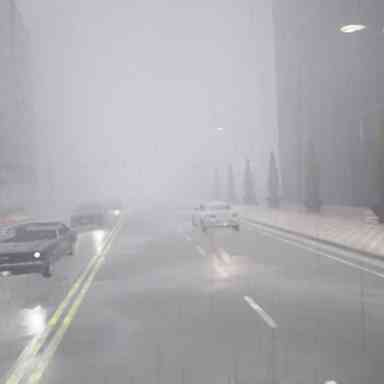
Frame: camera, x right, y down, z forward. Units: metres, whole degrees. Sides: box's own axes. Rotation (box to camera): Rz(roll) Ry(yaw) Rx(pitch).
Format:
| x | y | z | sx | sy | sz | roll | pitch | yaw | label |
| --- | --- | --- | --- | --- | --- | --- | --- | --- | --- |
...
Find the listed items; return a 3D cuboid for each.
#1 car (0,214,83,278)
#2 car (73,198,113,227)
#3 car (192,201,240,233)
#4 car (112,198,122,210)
| x | y | z | sx | sy | sz | roll | pitch | yaw | label |
| --- | --- | --- | --- | --- | --- | --- | --- | --- | --- |
| -4.898 | 1.663 | 10.330 | 1.895 | 1.301 | 4.718 | -3 | 1 | -9 | car |
| -6.729 | 1.433 | 22.280 | 1.882 | 1.535 | 5.008 | -3 | 1 | -8 | car |
| 1.162 | 1.219 | 17.524 | 1.812 | 1.442 | 4.674 | -3 | 1 | -9 | car |
| -9.108 | 1.374 | 38.292 | 1.994 | 1.385 | 4.181 | -3 | 1 | -8 | car |
